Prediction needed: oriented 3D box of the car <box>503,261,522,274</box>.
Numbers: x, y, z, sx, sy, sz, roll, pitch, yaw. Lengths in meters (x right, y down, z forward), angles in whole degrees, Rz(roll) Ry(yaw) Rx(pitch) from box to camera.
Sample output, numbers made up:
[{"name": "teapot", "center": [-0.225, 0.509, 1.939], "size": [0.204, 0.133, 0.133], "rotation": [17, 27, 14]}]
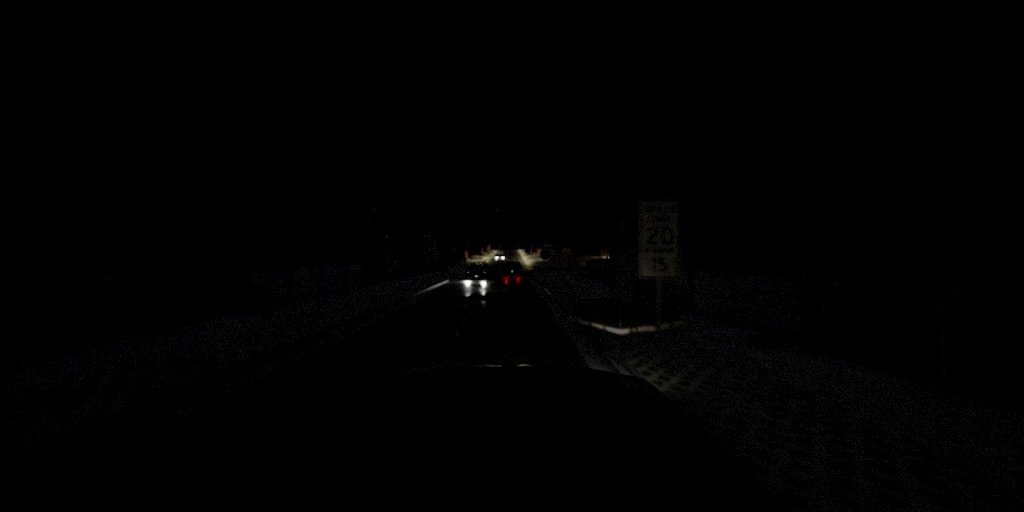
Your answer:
[{"name": "car", "center": [0.039, 1.123, 36.673], "size": [1.895, 1.301, 4.718], "rotation": [0, 1, 0]}]

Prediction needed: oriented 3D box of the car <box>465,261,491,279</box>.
[{"name": "car", "center": [-2.758, 1.153, 30.460], "size": [2.033, 1.411, 5.357], "rotation": [0, 1, 0]}]
